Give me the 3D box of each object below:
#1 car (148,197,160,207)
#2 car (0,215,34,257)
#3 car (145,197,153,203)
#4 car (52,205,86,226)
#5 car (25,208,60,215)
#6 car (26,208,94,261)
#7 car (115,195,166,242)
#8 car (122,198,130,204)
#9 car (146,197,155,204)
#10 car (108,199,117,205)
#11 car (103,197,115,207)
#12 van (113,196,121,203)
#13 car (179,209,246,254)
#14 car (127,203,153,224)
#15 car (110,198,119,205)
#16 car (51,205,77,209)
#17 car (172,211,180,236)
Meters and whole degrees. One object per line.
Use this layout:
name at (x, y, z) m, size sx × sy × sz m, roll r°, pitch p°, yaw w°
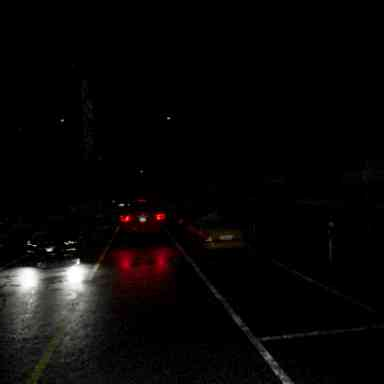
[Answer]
car at (-7.011, 1.773, 61.120) m, size 1.967 × 1.590 × 4.097 m, roll -2°, pitch 0°, yaw -9°
car at (-7.595, 1.797, 12.036) m, size 2.008 × 1.369 × 4.403 m, roll -2°, pitch 0°, yaw -9°
car at (-11.407, 2.073, 87.948) m, size 1.887 × 1.381 × 4.507 m, roll -2°, pitch 0°, yaw -9°
car at (-10.218, 1.880, 28.023) m, size 1.752 × 1.417 × 4.829 m, roll -2°, pitch 0°, yaw -9°
car at (-8.479, 1.827, 17.421) m, size 1.887 × 1.381 × 4.507 m, roll -2°, pitch 0°, yaw -9°
car at (-5.128, 1.680, 13.459) m, size 1.837 × 1.490 × 4.892 m, roll -2°, pitch 0°, yaw -9°
car at (-2.598, 1.331, 17.415) m, size 2.150 × 2.045 × 5.566 m, roll -2°, pitch 0°, yaw -9°
car at (-16.081, 2.172, 80.856) m, size 1.812 × 1.442 × 4.674 m, roll -2°, pitch 0°, yaw -9°
car at (-9.647, 2.000, 77.216) m, size 2.008 × 1.369 × 4.403 m, roll -2°, pitch 0°, yaw -9°
car at (-18.056, 2.276, 75.836) m, size 1.802 × 1.307 × 4.206 m, roll -2°, pitch 0°, yaw -9°
car at (-16.304, 1.931, 65.105) m, size 2.192 × 1.841 × 5.009 m, roll -2°, pitch 0°, yaw -9°
van at (-20.703, 2.154, 91.934) m, size 1.690 × 1.788 × 3.998 m, roll -2°, pitch 0°, yaw -9°
car at (0.785, 1.528, 13.586) m, size 1.752 × 1.417 × 4.829 m, roll -2°, pitch 0°, yaw -9°
car at (-4.364, 1.746, 27.933) m, size 1.994 × 1.385 × 4.181 m, roll -2°, pitch 0°, yaw -9°
car at (-18.910, 2.257, 81.034) m, size 1.752 × 1.417 × 4.829 m, roll -2°, pitch 0°, yaw -9°
car at (-9.365, 1.759, 22.806) m, size 1.967 × 1.590 × 4.097 m, roll -2°, pitch 0°, yaw -9°
car at (-0.069, 1.604, 18.803) m, size 1.947 × 1.339 × 4.313 m, roll -2°, pitch 0°, yaw -9°
